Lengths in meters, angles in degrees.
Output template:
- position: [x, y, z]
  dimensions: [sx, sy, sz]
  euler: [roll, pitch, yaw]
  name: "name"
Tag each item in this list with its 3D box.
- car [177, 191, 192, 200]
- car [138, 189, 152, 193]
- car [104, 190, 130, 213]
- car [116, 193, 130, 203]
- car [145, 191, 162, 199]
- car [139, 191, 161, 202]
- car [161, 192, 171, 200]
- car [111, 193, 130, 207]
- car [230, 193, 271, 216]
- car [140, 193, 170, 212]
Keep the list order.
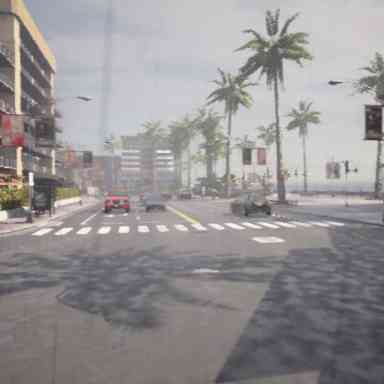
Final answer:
- position: [-1.444, 0.621, 59.198]
  dimensions: [1.882, 1.535, 5.008]
  euler: [-1, 1, -14]
  name: "car"
- position: [-7.232, 0.516, 52.379]
  dimensions: [2.150, 2.045, 5.566]
  euler: [-1, 1, -10]
  name: "car"
- position: [-7.113, 0.815, 31.808]
  dimensions: [2.150, 2.045, 5.566]
  euler: [-1, 1, -10]
  name: "car"
- position: [-10.633, 0.885, 51.562]
  dimensions: [2.033, 1.411, 5.357]
  euler: [-1, 1, -10]
  name: "car"
- position: [-8.034, 0.602, 68.906]
  dimensions: [2.033, 1.411, 5.357]
  euler: [-1, 1, -22]
  name: "car"
- position: [-5.368, 0.935, 41.978]
  dimensions: [1.837, 1.490, 4.892]
  euler: [-1, 1, -10]
  name: "car"
- position: [-4.953, 0.657, 58.874]
  dimensions: [1.882, 1.535, 5.008]
  euler: [-1, 1, -14]
  name: "car"
- position: [-8.817, 0.961, 41.383]
  dimensions: [2.128, 1.511, 4.902]
  euler: [-1, 1, -10]
  name: "car"
- position: [4.579, 0.916, 26.619]
  dimensions: [2.097, 1.767, 4.553]
  euler: [-1, 1, -10]
  name: "car"
- position: [-3.661, 1.102, 32.407]
  dimensions: [2.033, 1.411, 5.357]
  euler: [-1, 1, -10]
  name: "car"
